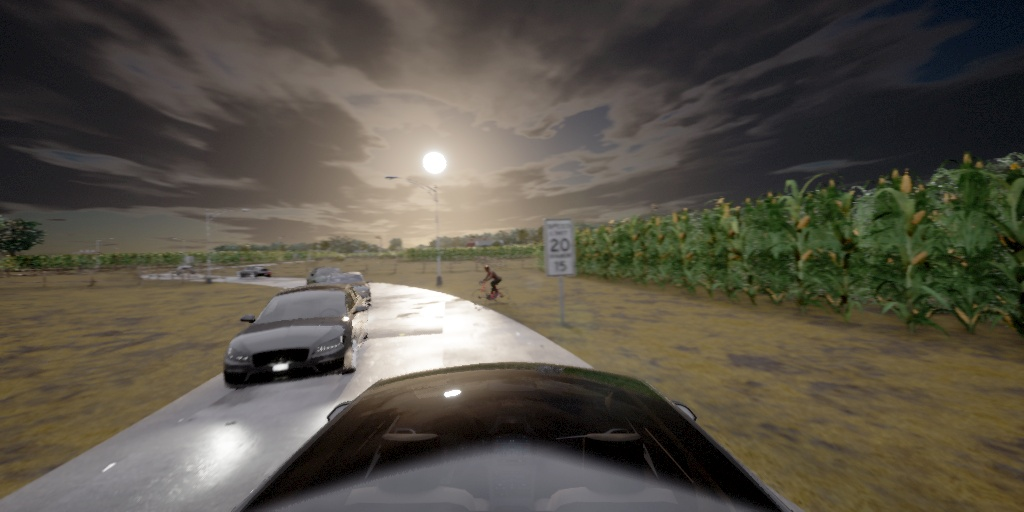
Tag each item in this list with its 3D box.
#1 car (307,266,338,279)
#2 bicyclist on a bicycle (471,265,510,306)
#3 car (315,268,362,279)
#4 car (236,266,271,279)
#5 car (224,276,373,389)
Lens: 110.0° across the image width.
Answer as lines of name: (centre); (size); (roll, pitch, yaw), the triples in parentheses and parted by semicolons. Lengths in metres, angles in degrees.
car: (-12.572, 1.520, 24.492); (2.097, 1.767, 4.553); (-3, 1, -38)
bicyclist on a bicycle: (-0.868, 1.207, 14.650); (1.656, 1.620, 0.582); (0, -1, -22)
car: (-7.551, 1.499, 16.302); (2.128, 1.511, 4.902); (-3, 0, -28)
car: (-31.378, 1.992, 43.609); (4.892, 1.490, 1.837); (-1, 0, 26)
car: (-4.147, 1.407, 7.585); (1.837, 1.490, 4.892); (-3, 0, -18)
